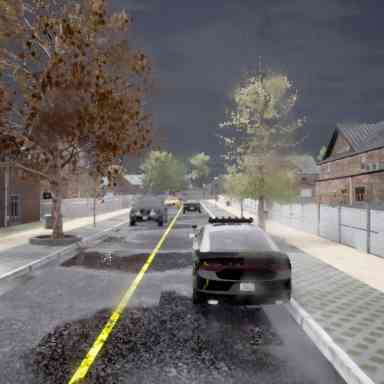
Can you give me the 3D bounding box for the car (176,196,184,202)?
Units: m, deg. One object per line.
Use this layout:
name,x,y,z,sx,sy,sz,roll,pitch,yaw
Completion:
car,-2.920,1.701,82.354,1.895,1.301,4.718,0,0,0

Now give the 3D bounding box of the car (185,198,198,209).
car,-0.044,1.564,46.724,1.812,1.442,4.674,0,0,0

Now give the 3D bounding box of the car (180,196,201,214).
car,0.004,1.503,36.279,1.882,1.535,5.008,0,0,0

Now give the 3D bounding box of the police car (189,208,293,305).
police car,0.945,1.430,8.288,1.930,1.638,5.238,0,0,0

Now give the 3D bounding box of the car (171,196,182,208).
car,-2.851,1.518,48.767,1.882,1.535,5.008,0,0,0

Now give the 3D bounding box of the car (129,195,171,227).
car,-2.899,1.236,23.244,2.150,2.045,5.566,0,0,0
